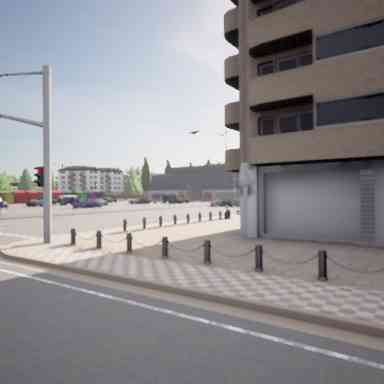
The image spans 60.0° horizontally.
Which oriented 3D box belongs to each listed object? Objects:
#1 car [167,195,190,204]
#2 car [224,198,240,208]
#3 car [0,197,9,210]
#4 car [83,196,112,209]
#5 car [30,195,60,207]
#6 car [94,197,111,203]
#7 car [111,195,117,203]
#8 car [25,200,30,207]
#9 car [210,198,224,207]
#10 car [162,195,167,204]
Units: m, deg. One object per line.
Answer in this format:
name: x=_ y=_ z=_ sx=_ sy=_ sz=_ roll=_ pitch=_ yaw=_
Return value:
car: x=-2.545 y=1.607 z=71.557 sx=1.932 sy=1.855 sz=4.605 roll=-1 pitch=0 yaw=35
car: x=7.883 y=1.804 z=55.923 sx=1.837 sy=1.490 sz=4.892 roll=-1 pitch=-1 yaw=35
car: x=-30.687 y=1.963 z=51.698 sx=1.970 sy=1.475 sz=3.806 roll=-1 pitch=0 yaw=35
car: x=-17.218 y=1.905 z=60.637 sx=1.970 sy=1.475 sz=3.806 roll=-1 pitch=0 yaw=35
car: x=-31.024 y=1.823 z=70.383 sx=1.932 sy=1.855 sz=4.605 roll=-1 pitch=0 yaw=35
car: x=-23.209 y=2.088 z=86.344 sx=1.970 sy=1.475 sz=3.806 roll=-1 pitch=0 yaw=35
car: x=-20.861 y=1.822 z=84.654 sx=1.905 sy=1.878 sz=3.866 roll=-1 pitch=0 yaw=35
car: x=-33.343 y=2.060 z=72.117 sx=1.784 sy=1.438 sz=3.905 roll=-1 pitch=0 yaw=35
car: x=5.032 y=1.816 z=57.954 sx=2.128 sy=1.511 sz=4.902 roll=-1 pitch=0 yaw=35
car: x=-4.869 y=1.637 z=73.283 sx=1.905 sy=1.878 sz=3.866 roll=-1 pitch=0 yaw=35
